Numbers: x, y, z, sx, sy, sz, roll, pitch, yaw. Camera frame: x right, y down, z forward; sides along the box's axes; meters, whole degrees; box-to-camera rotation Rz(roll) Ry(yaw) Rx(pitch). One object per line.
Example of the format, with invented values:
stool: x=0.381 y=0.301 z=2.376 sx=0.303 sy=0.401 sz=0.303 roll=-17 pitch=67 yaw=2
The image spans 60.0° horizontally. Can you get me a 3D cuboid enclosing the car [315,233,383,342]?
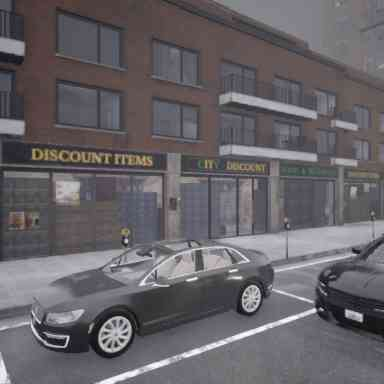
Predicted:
car: x=4.322 y=1.477 z=6.160 sx=5.008 sy=1.535 sz=1.882 roll=0 pitch=0 yaw=-36

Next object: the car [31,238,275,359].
car: x=-0.418 y=1.551 z=5.893 sx=4.403 sy=1.369 sz=2.008 roll=0 pitch=0 yaw=-36
